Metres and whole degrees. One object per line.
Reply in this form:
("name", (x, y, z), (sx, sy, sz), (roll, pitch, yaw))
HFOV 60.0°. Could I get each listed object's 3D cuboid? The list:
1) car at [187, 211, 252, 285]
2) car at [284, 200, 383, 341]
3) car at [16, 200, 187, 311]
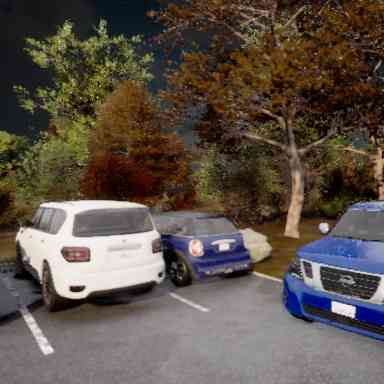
("car", (-0.458, 1.333, 9.698), (2.185, 1.767, 4.553), (0, 0, -36))
("car", (3.940, 1.202, 6.333), (2.150, 2.045, 5.566), (2, 1, 45))
("car", (-2.760, 1.219, 8.128), (2.435, 2.045, 5.566), (0, 0, -36))
